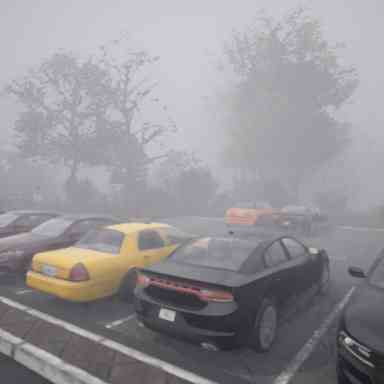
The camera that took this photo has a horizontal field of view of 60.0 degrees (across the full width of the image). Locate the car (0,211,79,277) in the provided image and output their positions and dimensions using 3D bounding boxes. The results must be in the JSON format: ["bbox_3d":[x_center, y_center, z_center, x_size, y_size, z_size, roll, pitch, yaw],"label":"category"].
[{"bbox_3d":[-3.462,1.393,9.559,2.002,1.452,4.674,1,0,36],"label":"car"}]

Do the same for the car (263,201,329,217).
[{"bbox_3d":[6.040,1.380,18.211,2.097,1.535,5.008,1,0,36],"label":"car"}]

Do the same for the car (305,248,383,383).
[{"bbox_3d":[3.423,1.447,4.613,2.097,1.535,5.008,1,0,36],"label":"car"}]

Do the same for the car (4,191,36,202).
[{"bbox_3d":[-19.437,1.059,36.800,2.185,1.767,4.553,1,1,36],"label":"car"}]

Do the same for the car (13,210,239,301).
[{"bbox_3d":[-1.060,1.382,8.058,1.946,1.575,5.366,1,0,36],"label":"car"}]

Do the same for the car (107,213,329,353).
[{"bbox_3d":[1.123,1.416,6.254,2.097,1.535,5.008,1,0,36],"label":"car"}]

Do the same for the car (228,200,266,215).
[{"bbox_3d":[3.834,1.225,19.765,2.185,1.767,4.553,1,0,36],"label":"car"}]

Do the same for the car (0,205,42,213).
[{"bbox_3d":[-5.756,1.362,11.208,2.002,1.452,4.674,1,0,36],"label":"car"}]

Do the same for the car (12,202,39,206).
[{"bbox_3d":[-8.035,1.321,12.880,2.163,1.488,4.792,1,0,36],"label":"car"}]
